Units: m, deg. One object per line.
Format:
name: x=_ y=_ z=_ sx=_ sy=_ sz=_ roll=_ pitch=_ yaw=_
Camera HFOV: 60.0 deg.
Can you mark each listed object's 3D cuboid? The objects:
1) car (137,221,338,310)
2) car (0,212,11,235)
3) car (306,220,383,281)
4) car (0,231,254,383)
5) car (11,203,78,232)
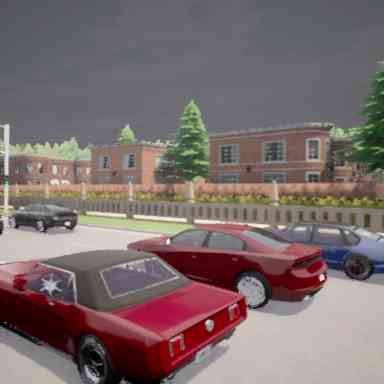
car: x=0.520 y=1.470 z=7.941 sx=5.008 sy=1.535 sz=1.882 roll=1 pitch=0 yaw=36
car: x=-11.300 y=1.198 z=16.519 sx=4.553 sy=1.767 sz=2.097 roll=1 pitch=0 yaw=36
car: x=3.677 y=1.569 z=9.972 sx=5.357 sy=1.411 sz=2.033 roll=1 pitch=0 yaw=36
car: x=-1.659 y=1.575 z=5.197 sx=4.718 sy=1.301 sz=1.895 roll=1 pitch=0 yaw=36
car: x=-8.445 y=1.378 z=18.772 sx=4.892 sy=1.490 sz=1.837 roll=1 pitch=0 yaw=36
